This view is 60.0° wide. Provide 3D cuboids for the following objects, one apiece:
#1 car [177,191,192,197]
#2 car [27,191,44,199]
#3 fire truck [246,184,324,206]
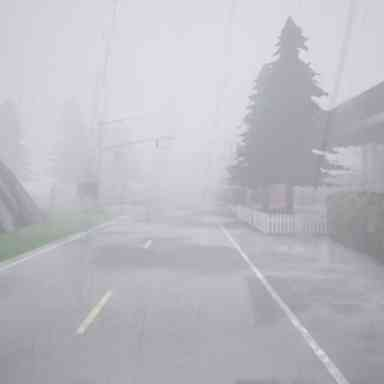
[{"bbox_3d":[-1.761,0.534,82.815,2.128,1.511,4.902,0,1,32],"label":"car"},{"bbox_3d":[-33.854,0.623,72.277,1.882,1.535,5.008,0,1,0],"label":"car"},{"bbox_3d":[10.690,-0.284,38.659,8.468,3.827,2.891,0,1,-1],"label":"fire truck"}]
